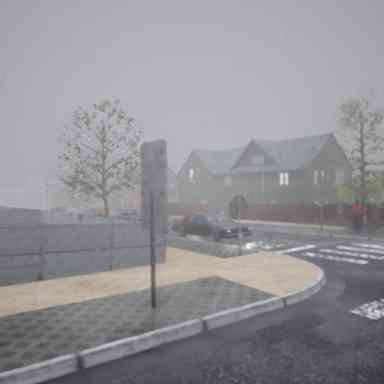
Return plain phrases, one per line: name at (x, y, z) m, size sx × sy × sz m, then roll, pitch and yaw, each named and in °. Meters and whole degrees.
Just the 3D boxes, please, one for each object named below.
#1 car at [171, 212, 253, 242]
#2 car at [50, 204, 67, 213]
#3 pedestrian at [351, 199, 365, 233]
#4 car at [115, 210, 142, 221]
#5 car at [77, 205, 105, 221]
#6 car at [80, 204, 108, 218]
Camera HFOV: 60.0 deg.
car at (0.888, 1.858, 18.662) m, size 2.033 × 1.411 × 5.357 m, roll -1°, pitch -1°, yaw -36°
car at (-22.852, 2.804, 56.861) m, size 1.882 × 1.535 × 5.008 m, roll -1°, pitch -1°, yaw -36°
pedestrian at (8.778, 1.228, 17.697) m, size 0.375 × 1.860 × 0.375 m, roll -3°, pitch 2°, yaw -36°
car at (-4.584, 2.097, 26.303) m, size 1.994 × 1.385 × 4.181 m, roll -1°, pitch -1°, yaw -36°
car at (-10.384, 2.333, 34.415) m, size 1.994 × 1.385 × 4.181 m, roll -1°, pitch -1°, yaw -35°
car at (-12.599, 2.386, 42.548) m, size 1.882 × 1.535 × 5.008 m, roll -1°, pitch -1°, yaw -36°
